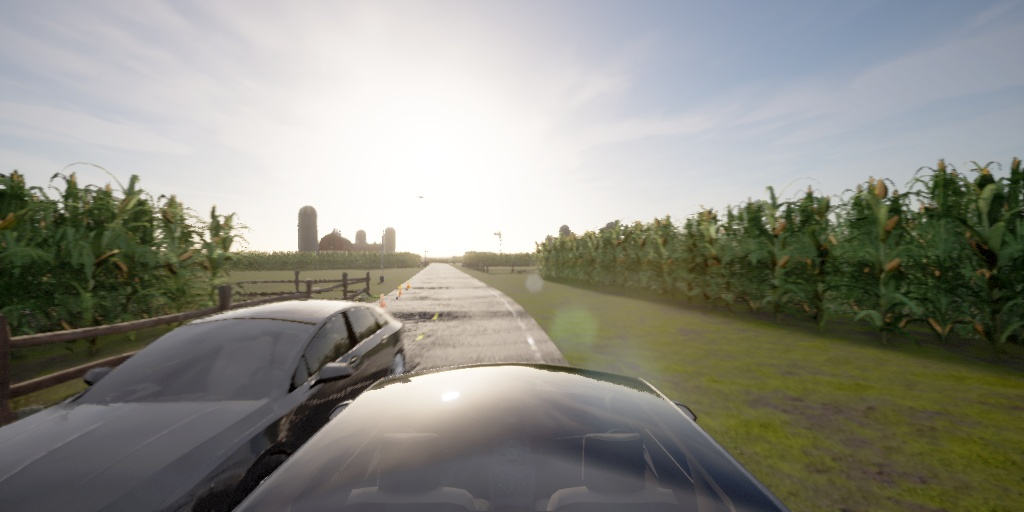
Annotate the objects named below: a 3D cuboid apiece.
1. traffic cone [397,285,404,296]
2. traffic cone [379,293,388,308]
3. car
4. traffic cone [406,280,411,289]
[{"bbox_3d":[-6.178,1.903,19.846,0.340,0.580,0.340,0,0,-10],"label":"traffic cone"},{"bbox_3d":[-5.420,1.863,15.027,0.340,0.580,0.340,0,0,-8],"label":"traffic cone"},{"bbox_3d":[-2.502,1.301,3.739,1.837,1.490,4.892,0,0,-1],"label":"car"},{"bbox_3d":[-7.145,1.945,24.699,0.340,0.580,0.340,0,0,-12],"label":"traffic cone"}]
